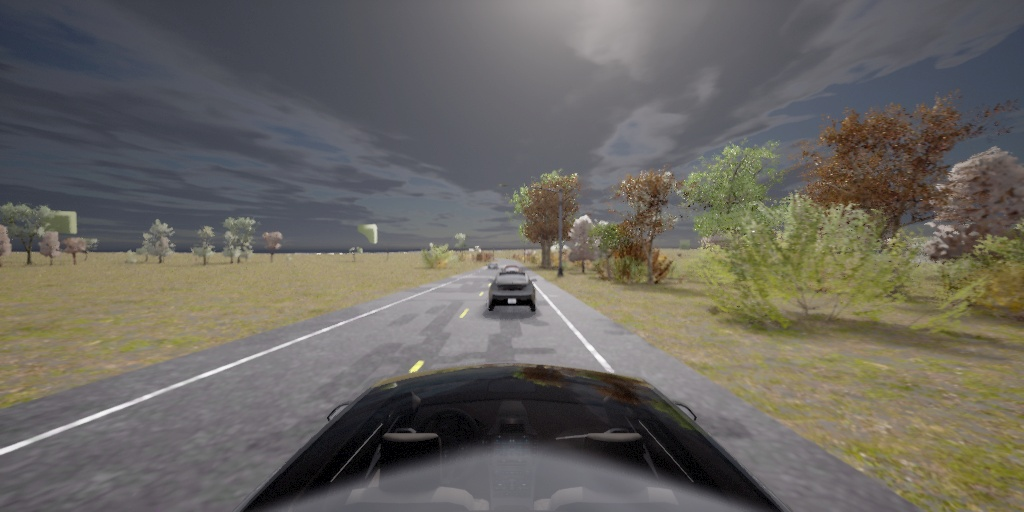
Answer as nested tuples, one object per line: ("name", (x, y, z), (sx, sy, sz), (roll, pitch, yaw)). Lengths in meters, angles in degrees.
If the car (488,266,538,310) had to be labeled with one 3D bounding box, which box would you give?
("car", (0.020, 1.383, 15.336), (1.837, 1.490, 4.892), (0, 0, 0))
